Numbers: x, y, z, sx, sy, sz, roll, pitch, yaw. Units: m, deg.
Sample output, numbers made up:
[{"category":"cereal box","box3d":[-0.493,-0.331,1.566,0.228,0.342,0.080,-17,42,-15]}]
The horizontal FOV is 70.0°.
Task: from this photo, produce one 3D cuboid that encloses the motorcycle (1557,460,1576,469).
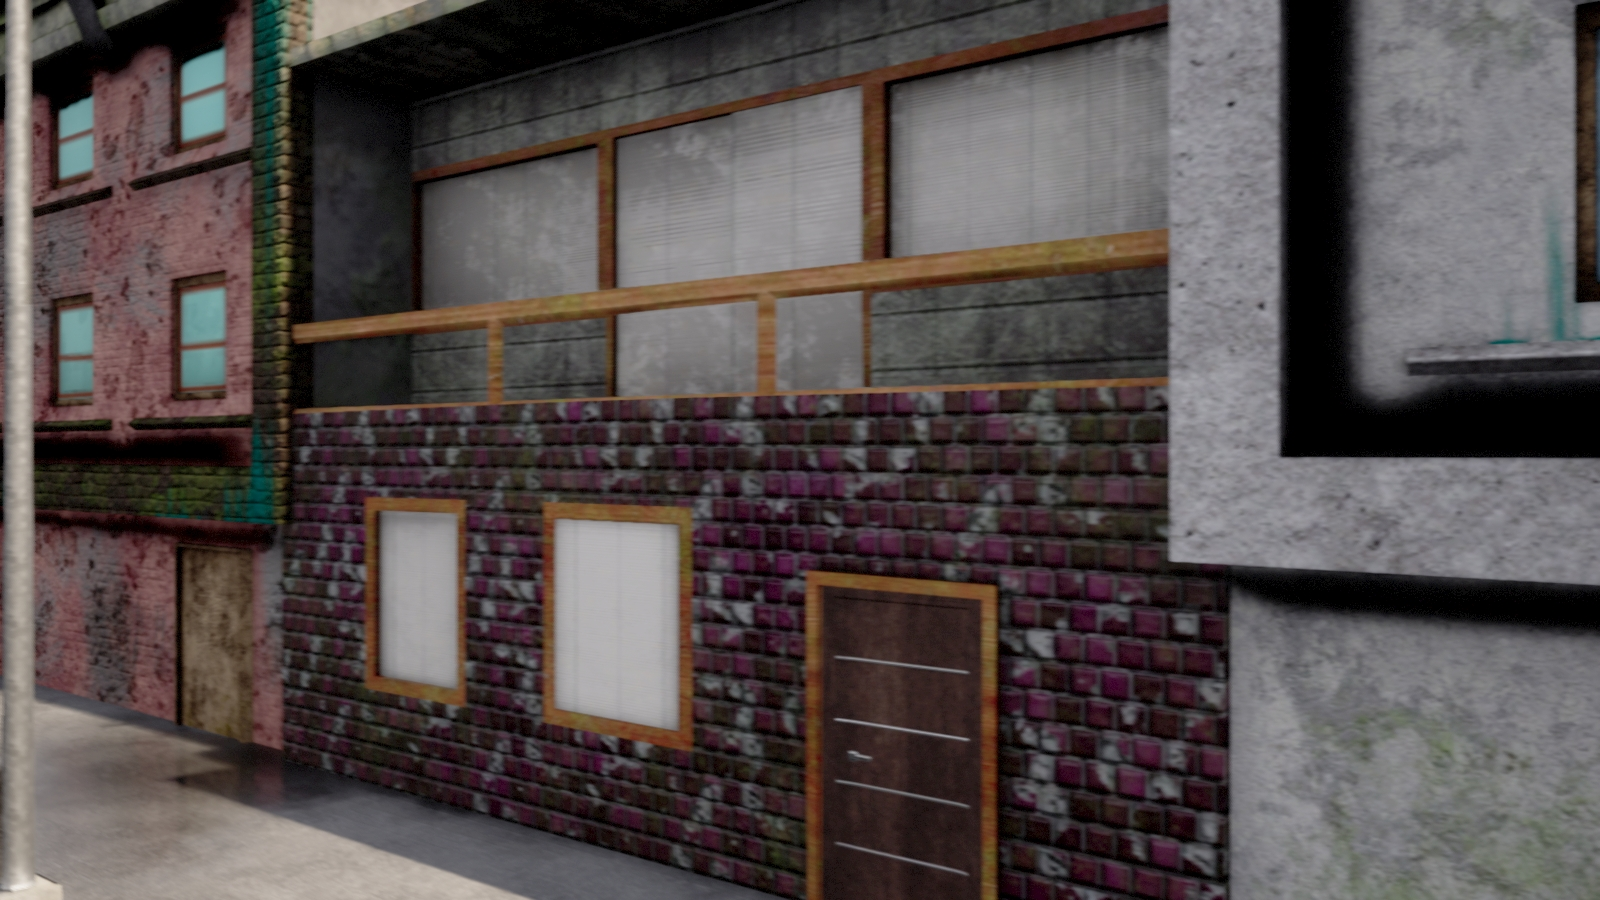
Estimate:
[{"category":"motorcycle","box3d":[107.783,1.984,160.742,2.209,1.251,0.867,0,0,35]}]
